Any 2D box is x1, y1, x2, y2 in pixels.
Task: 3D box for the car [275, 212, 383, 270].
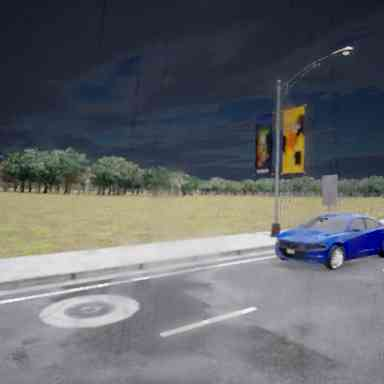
[{"bbox_3d":[4.926,1.478,11.187,5.008,1.535,1.882,0,0,-35],"label":"car"}]
